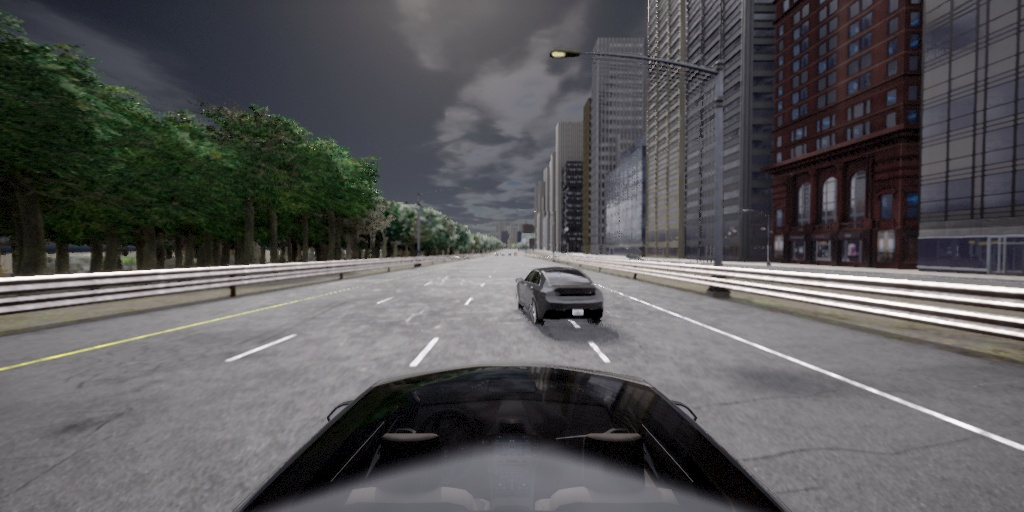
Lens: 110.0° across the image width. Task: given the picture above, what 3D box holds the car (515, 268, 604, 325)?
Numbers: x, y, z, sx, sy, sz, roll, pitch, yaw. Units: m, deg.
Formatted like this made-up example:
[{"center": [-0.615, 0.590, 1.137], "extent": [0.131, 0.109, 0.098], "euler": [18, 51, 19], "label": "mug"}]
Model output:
[{"center": [1.306, 1.110, 11.339], "extent": [1.837, 1.490, 4.892], "euler": [0, 1, -8], "label": "car"}]
